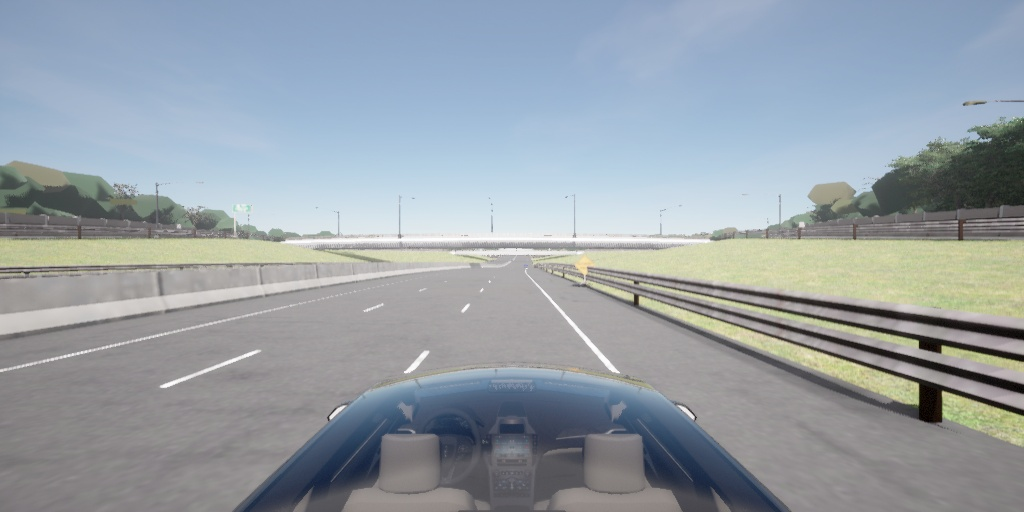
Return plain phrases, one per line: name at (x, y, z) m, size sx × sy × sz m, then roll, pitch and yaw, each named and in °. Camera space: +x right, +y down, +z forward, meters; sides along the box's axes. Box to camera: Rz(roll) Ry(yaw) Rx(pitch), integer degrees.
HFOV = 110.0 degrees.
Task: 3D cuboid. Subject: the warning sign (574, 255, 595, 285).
warning sign at (4.550, 0.868, 22.409) m, size 1.300 × 1.860 × 1.060 m, roll 0°, pitch 0°, yaw 0°
